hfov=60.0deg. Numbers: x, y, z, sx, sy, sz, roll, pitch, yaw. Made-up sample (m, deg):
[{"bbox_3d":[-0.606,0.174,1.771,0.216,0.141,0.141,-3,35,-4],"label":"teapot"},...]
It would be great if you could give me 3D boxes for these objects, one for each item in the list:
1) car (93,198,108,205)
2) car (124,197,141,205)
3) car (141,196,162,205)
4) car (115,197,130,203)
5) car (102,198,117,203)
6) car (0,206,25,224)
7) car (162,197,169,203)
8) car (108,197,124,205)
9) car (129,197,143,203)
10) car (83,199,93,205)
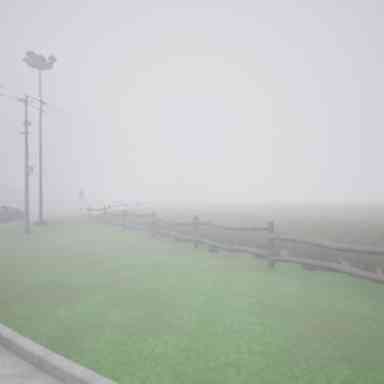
[{"bbox_3d":[-19.004,2.091,72.338,1.882,1.535,5.008,-1,0,10],"label":"car"},{"bbox_3d":[-12.115,2.094,71.097,2.033,1.411,5.357,-1,0,10],"label":"car"},{"bbox_3d":[-8.591,2.117,70.915,1.895,1.301,4.718,-1,0,10],"label":"car"},{"bbox_3d":[-17.158,1.991,82.594,1.882,1.535,5.008,-1,0,10],"label":"car"},{"bbox_3d":[-20.596,2.143,83.243,1.895,1.301,4.718,-1,0,10],"label":"car"},{"bbox_3d":[-15.687,1.883,28.217,1.994,1.385,4.181,-1,0,3],"label":"car"},{"bbox_3d":[-6.824,1.962,80.732,1.994,1.385,4.181,-1,0,10],"label":"car"},{"bbox_3d":[-15.559,2.128,71.717,2.033,1.411,5.357,-1,0,10],"label":"car"},{"bbox_3d":[-13.713,2.031,81.973,1.994,1.385,4.181,-1,0,10],"label":"car"},{"bbox_3d":[-22.350,2.177,73.505,1.812,1.442,4.674,-1,0,10],"label":"car"}]
